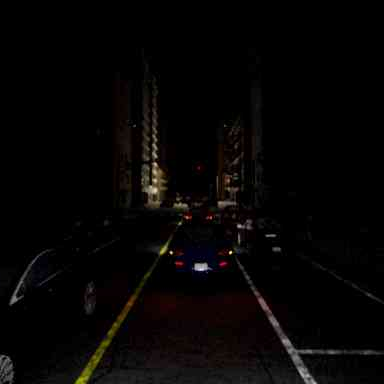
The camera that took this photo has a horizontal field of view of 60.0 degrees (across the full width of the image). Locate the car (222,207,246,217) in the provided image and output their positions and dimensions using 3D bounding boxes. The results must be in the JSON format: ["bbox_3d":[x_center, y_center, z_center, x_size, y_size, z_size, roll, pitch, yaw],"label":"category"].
[{"bbox_3d":[2.926,1.749,18.663,1.802,1.307,4.206,0,-1,1],"label":"car"}]

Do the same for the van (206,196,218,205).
[{"bbox_3d":[3.555,1.842,56.778,1.690,1.788,3.998,0,-1,1],"label":"van"}]

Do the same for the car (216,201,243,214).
[{"bbox_3d":[3.017,1.655,24.182,1.967,1.590,4.097,0,-1,1],"label":"car"}]

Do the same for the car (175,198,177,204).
[{"bbox_3d":[-4.375,2.093,62.580,1.887,1.381,4.507,0,-1,1],"label":"car"}]

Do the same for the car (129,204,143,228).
[{"bbox_3d":[-5.010,1.737,24.135,1.752,1.417,4.829,0,-1,1],"label":"car"}]

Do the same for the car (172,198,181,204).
[{"bbox_3d":[-4.000,2.306,85.304,1.947,1.339,4.313,0,0,1],"label":"car"}]

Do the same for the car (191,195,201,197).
[{"bbox_3d":[1.415,2.106,86.915,2.097,1.767,4.553,0,0,1],"label":"car"}]

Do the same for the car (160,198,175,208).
[{"bbox_3d":[-4.469,2.049,56.899,2.008,1.369,4.403,0,-1,1],"label":"car"}]

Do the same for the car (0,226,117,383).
[{"bbox_3d":[-2.791,1.534,4.754,2.128,1.511,4.902,0,-1,1],"label":"car"}]

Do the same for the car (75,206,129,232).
[{"bbox_3d":[-5.098,1.605,18.789,1.967,1.590,4.097,0,-1,1],"label":"car"}]

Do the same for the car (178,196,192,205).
[{"bbox_3d":[-1.555,2.123,73.615,1.882,1.535,5.008,0,0,1],"label":"car"}]

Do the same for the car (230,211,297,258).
[{"bbox_3d":[2.835,1.669,13.145,2.008,1.369,4.403,0,-1,1],"label":"car"}]

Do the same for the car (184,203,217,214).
[{"bbox_3d":[0.448,1.722,22.110,1.812,1.442,4.674,0,-1,1],"label":"car"}]

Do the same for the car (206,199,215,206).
[{"bbox_3d":[3.743,2.182,68.136,1.802,1.307,4.206,0,0,1],"label":"car"}]

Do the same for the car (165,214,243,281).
[{"bbox_3d":[0.247,1.616,10.057,1.812,1.442,4.674,0,-1,1],"label":"car"}]

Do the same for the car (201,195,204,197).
[{"bbox_3d":[4.025,2.057,85.180,2.192,1.841,5.009,0,0,1],"label":"car"}]

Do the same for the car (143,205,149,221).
[{"bbox_3d":[-4.916,1.813,29.823,2.008,1.369,4.403,0,-1,1],"label":"car"}]

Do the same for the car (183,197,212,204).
[{"bbox_3d":[0.576,1.630,31.379,2.097,1.767,4.553,0,-1,3],"label":"car"}]
